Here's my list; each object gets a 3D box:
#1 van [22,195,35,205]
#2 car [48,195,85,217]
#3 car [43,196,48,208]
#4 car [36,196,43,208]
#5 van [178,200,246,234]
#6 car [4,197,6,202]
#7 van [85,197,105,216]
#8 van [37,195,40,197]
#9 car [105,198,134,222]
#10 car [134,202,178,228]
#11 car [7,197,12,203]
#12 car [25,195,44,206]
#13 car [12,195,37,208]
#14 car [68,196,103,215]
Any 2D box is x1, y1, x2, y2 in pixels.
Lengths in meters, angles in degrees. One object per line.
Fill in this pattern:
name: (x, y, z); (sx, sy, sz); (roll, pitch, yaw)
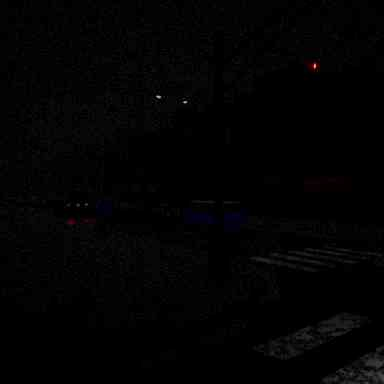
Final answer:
van: (-30.949, 1.545, 62.899); (1.690, 1.788, 3.998); (0, 0, -36)
car: (-11.887, 1.307, 32.263); (2.150, 2.045, 5.566); (0, 0, -36)
car: (-18.101, 1.448, 45.162); (2.192, 1.841, 5.009); (0, 0, -36)
car: (-21.312, 1.701, 49.596); (2.008, 1.369, 4.403); (0, 0, -36)
van: (1.171, 1.373, 18.556); (1.690, 1.788, 3.998); (0, 0, -36)
car: (-43.896, 1.800, 80.774); (1.752, 1.417, 4.829); (0, 0, -36)
van: (-8.465, 1.421, 31.859); (1.690, 1.788, 3.998); (0, 0, -36)
van: (-24.525, 1.509, 54.030); (1.690, 1.788, 3.998); (0, 0, -36)
car: (-5.252, 1.503, 27.425); (1.967, 1.590, 4.097); (0, 0, -36)
car: (-2.040, 1.487, 22.990); (1.967, 1.590, 4.097); (0, 0, -36)
car: (-40.585, 1.697, 76.202); (1.967, 1.590, 4.097); (0, 0, -36)
car: (-27.737, 1.501, 58.465); (2.192, 1.841, 5.009); (0, 0, -36)
car: (-26.340, 1.518, 52.216); (2.097, 1.767, 4.553); (0, 0, -36)
car: (-11.677, 1.412, 36.291); (2.192, 1.841, 5.009); (0, 0, -36)
